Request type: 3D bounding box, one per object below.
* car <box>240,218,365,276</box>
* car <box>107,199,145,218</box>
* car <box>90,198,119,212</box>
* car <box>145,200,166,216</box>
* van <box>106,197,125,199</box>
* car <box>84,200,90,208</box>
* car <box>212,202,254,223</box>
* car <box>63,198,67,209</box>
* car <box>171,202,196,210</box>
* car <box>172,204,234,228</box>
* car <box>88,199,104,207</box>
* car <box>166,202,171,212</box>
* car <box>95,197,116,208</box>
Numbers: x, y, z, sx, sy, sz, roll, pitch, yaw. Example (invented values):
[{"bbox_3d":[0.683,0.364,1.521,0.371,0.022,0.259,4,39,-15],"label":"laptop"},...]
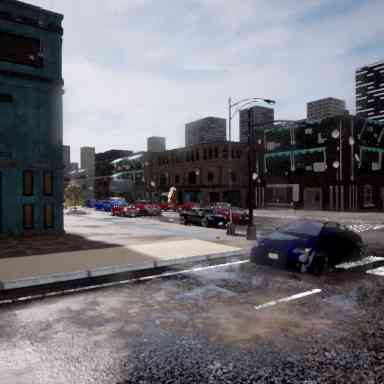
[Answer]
[{"bbox_3d":[3.706,1.565,10.423,4.181,1.385,1.994,0,0,-42],"label":"car"},{"bbox_3d":[-7.235,1.850,35.959,1.967,1.590,4.097,-1,0,-35],"label":"car"},{"bbox_3d":[-12.525,2.005,47.958,1.882,1.535,5.008,-1,1,-35],"label":"car"},{"bbox_3d":[-5.282,1.739,37.706,2.097,1.767,4.553,-1,0,-35],"label":"car"},{"bbox_3d":[-13.234,1.913,58.862,1.690,1.788,3.998,-1,0,-35],"label":"van"},{"bbox_3d":[-19.492,2.199,63.235,1.812,1.442,4.674,-1,0,-35],"label":"car"},{"bbox_3d":[2.877,1.791,26.222,1.994,1.385,4.181,-1,0,-35],"label":"car"},{"bbox_3d":[-23.167,2.236,58.379,1.752,1.417,4.829,-1,0,-35],"label":"car"},{"bbox_3d":[-0.402,1.910,40.816,1.802,1.307,4.206,-1,0,-35],"label":"car"},{"bbox_3d":[0.708,1.818,24.578,1.947,1.339,4.313,-1,0,-35],"label":"car"},{"bbox_3d":[-19.642,2.234,67.885,1.887,1.381,4.507,-1,0,-35],"label":"car"},{"bbox_3d":[-3.608,1.972,45.327,1.802,1.307,4.206,-1,0,-35],"label":"car"},{"bbox_3d":[-16.441,1.946,63.373,2.192,1.841,5.009,-1,0,-35],"label":"car"}]
